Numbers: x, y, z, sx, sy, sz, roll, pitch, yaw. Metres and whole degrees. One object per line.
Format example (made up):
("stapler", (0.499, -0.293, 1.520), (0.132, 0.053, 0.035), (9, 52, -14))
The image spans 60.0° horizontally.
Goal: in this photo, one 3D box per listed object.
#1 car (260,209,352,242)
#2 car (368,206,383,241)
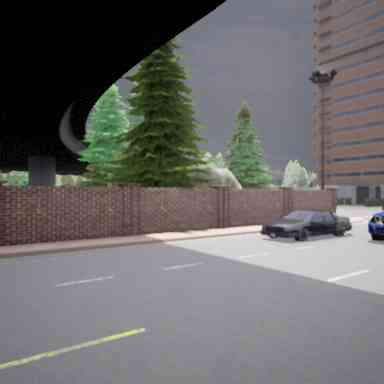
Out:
("car", (5.860, 1.580, 16.657), (5.357, 1.411, 2.033), (0, 0, -35))
("car", (10.622, 1.249, 15.711), (5.566, 2.045, 2.150), (0, 0, -35))
